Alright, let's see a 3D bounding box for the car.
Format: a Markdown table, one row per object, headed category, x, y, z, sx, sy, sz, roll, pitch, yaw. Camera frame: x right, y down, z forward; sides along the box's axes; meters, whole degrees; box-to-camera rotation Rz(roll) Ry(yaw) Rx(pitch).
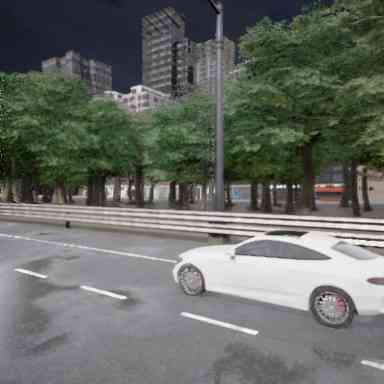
| category | x | y | z | sx | sy | sz | roll | pitch | yaw |
| --- | --- | --- | --- | --- | --- | --- | --- | --- | --- |
| car | 1.752 | 1.533 | 6.918 | 4.674 | 1.442 | 1.812 | 0 | 0 | 35 |
